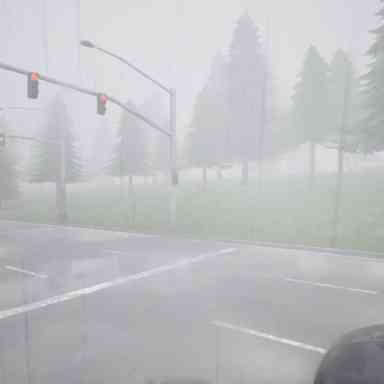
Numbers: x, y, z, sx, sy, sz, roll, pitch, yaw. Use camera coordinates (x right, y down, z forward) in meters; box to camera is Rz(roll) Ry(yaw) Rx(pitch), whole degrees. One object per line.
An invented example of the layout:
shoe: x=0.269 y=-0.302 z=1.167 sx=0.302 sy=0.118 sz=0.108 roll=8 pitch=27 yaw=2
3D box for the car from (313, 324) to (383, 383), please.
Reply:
car: x=3.180 y=1.505 z=1.718 sx=4.892 sy=1.490 sz=1.837 roll=0 pitch=0 yaw=36
